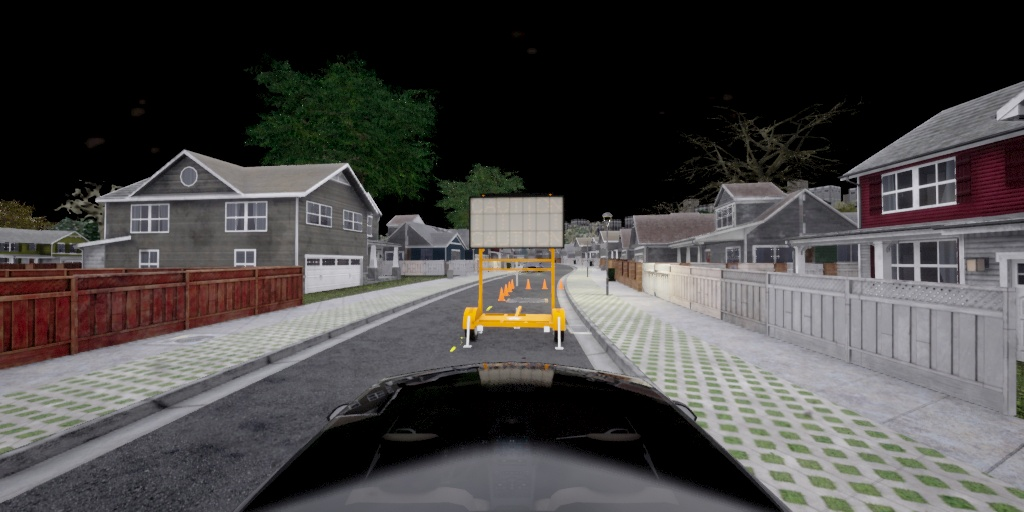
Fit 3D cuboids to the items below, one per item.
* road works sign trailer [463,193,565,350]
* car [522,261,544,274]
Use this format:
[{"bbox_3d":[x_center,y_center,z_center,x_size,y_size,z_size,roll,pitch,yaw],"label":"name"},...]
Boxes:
[{"bbox_3d":[0.131,0.218,9.160,2.380,3.560,2.880,0,0,5],"label":"road works sign trailer"},{"bbox_3d":[2.557,1.175,43.235,2.097,1.767,4.553,0,0,13],"label":"car"}]
